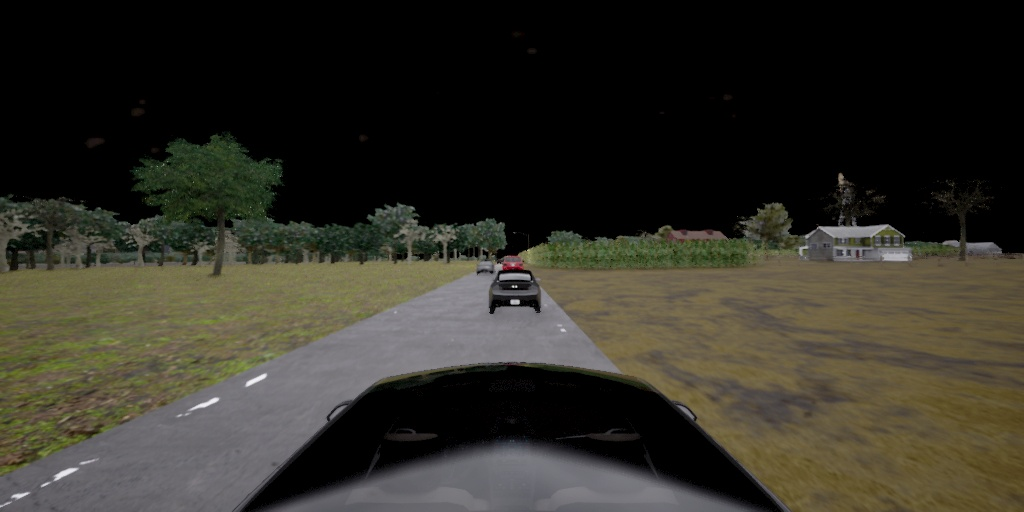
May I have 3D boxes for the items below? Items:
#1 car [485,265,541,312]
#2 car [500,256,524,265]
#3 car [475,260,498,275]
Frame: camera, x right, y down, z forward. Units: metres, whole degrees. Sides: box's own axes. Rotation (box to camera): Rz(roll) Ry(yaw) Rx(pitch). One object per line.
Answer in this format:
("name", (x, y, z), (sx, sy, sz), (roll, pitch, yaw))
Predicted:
("car", (0.101, 1.265, 14.199), (1.837, 1.490, 4.892), (0, 0, 0))
("car", (0.101, 1.019, 37.816), (2.150, 2.045, 5.566), (0, 0, 0))
("car", (-2.843, 1.305, 39.443), (1.837, 1.490, 4.892), (0, 0, 0))
